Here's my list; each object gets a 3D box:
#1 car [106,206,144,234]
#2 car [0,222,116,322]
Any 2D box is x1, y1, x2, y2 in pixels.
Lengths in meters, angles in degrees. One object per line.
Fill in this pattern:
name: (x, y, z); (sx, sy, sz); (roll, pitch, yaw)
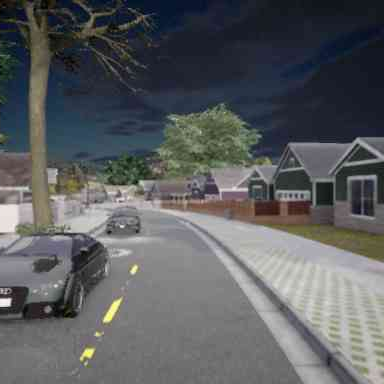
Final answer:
car: (-4.064, 1.666, 20.400); (1.837, 1.490, 4.892); (0, -1, -7)
car: (-3.131, 1.595, 7.319); (1.994, 1.385, 4.181); (0, 0, -3)
